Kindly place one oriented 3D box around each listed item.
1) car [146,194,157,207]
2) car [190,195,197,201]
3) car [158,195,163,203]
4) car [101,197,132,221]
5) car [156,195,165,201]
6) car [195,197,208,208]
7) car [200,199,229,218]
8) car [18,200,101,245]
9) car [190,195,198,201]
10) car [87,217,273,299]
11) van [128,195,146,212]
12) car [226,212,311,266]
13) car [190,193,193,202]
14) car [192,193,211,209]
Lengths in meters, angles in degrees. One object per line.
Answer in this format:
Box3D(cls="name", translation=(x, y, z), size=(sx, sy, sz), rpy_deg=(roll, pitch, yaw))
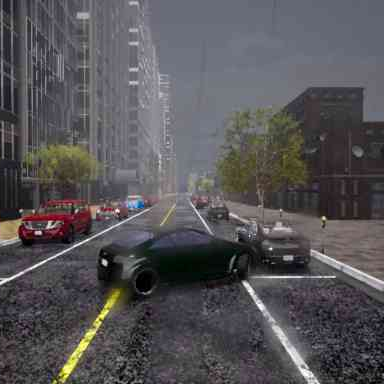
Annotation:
Box3D(cls="car", translation=(-6.989, 1.299, 49.688), size=(2.192, 1.841, 5.009), rpy_deg=(-1, 0, -2))
Box3D(cls="car", translation=(0.367, 1.551, 88.628), size=(1.802, 1.307, 4.206), rpy_deg=(-1, 0, -2))
Box3D(cls="car", translation=(-7.425, 1.522, 66.287), size=(1.887, 1.381, 4.507), rpy_deg=(-1, 0, -2))
Box3D(cls="car", translation=(-6.394, 1.432, 26.829), size=(1.967, 1.590, 4.097), rpy_deg=(-1, 0, -2))
Box3D(cls="car", translation=(-7.861, 1.497, 82.715), size=(1.752, 1.417, 4.829), rpy_deg=(-1, 0, -2))
Box3D(cls="car", translation=(1.387, 1.509, 50.070), size=(1.752, 1.417, 4.829), rpy_deg=(-1, 0, -2))
Box3D(cls="car", translation=(2.009, 1.543, 27.034), size=(2.008, 1.369, 4.403), rpy_deg=(-1, 0, -2))
Box3D(cls="car", translation=(-6.193, 1.310, 15.761), size=(2.192, 1.841, 5.009), rpy_deg=(-1, 0, -2))
Box3D(cls="car", translation=(0.513, 1.537, 83.095), size=(1.947, 1.339, 4.313), rpy_deg=(-1, 0, -2))
Box3D(cls="car", translation=(-0.248, 1.557, 8.515), size=(4.181, 1.385, 1.994), rpy_deg=(0, 0, -31))
Box3D(cls="van", translation=(-6.696, 1.329, 38.622), size=(1.690, 1.788, 3.998), rpy_deg=(-1, 0, -2))
Box3D(cls="car", translation=(2.547, 1.548, 11.175), size=(2.008, 1.369, 4.403), rpy_deg=(-1, 0, -2))
Box3D(cls="car", translation=(0.802, 1.291, 72.030), size=(2.192, 1.841, 5.009), rpy_deg=(-1, 0, -2))
Box3D(cls="car", translation=(1.535, 1.301, 44.367), size=(2.192, 1.841, 5.009), rpy_deg=(-1, 0, -2))
